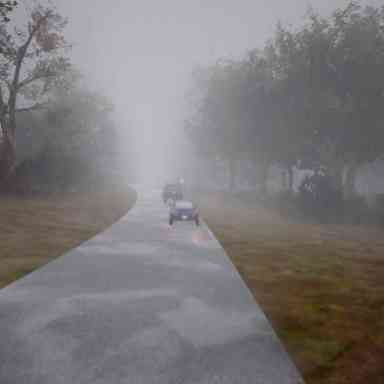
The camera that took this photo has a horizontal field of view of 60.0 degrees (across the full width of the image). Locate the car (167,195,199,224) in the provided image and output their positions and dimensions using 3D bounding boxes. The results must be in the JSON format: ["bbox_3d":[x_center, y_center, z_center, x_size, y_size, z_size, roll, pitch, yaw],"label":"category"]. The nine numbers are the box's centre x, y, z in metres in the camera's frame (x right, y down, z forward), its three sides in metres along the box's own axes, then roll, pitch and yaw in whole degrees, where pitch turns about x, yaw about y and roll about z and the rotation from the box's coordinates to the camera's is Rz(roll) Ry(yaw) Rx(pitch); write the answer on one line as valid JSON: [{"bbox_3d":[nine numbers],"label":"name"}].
[{"bbox_3d":[-0.561,1.201,21.515,1.812,1.442,4.674,1,2,-3],"label":"car"}]

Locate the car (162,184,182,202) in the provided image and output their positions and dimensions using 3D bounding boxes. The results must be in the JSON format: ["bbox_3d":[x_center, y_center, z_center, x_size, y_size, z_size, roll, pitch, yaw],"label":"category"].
[{"bbox_3d":[-2.398,0.020,40.020,2.150,2.045,5.566,1,3,-7],"label":"car"}]
